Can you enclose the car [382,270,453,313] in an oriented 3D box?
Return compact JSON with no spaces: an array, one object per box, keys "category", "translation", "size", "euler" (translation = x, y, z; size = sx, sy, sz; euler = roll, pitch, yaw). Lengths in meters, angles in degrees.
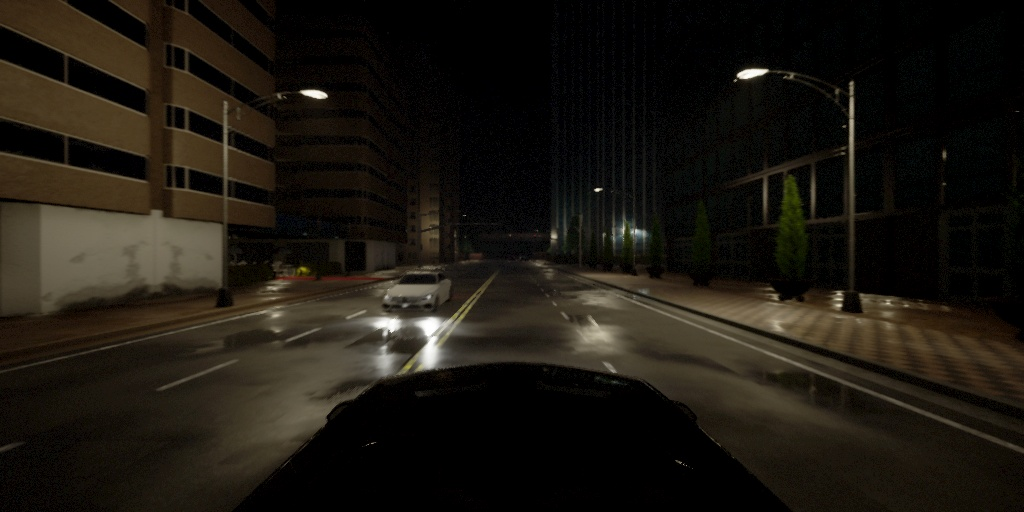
[{"category":"car","translation":[-3.483,1.297,14.007],"size":[1.812,1.442,4.674],"euler":[0,1,0]}]
